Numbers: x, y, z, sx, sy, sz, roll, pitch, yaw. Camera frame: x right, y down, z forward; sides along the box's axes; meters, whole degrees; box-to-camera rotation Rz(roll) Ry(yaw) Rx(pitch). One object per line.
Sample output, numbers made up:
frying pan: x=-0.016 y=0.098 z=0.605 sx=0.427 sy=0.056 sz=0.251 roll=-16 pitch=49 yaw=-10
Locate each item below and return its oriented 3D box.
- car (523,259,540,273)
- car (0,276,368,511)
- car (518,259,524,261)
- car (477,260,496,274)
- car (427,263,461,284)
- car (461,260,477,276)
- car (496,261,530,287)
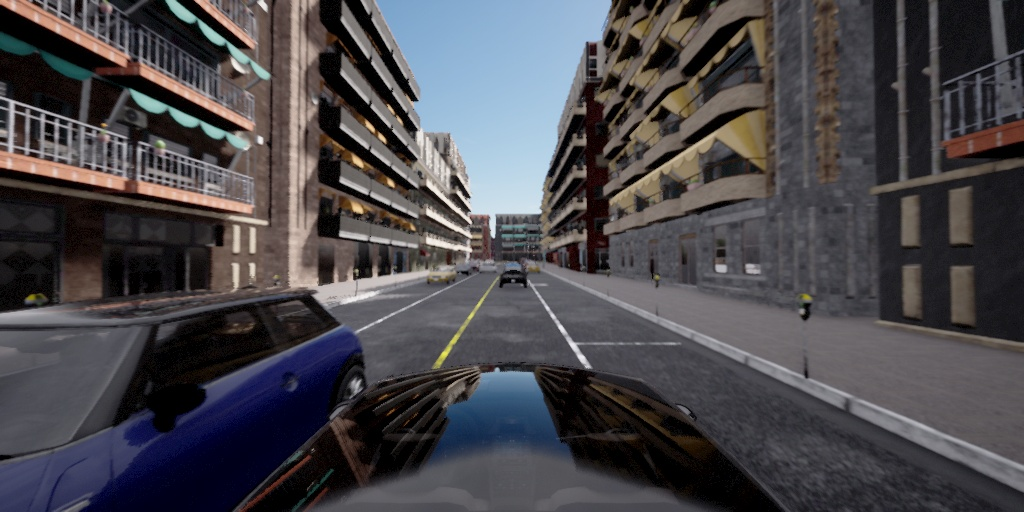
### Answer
car: x=2.566 y=1.379 z=44.558 sx=1.751 sy=1.417 sz=4.829 roll=0 pitch=0 yaw=0
car: x=-2.844 y=1.103 z=2.466 sx=2.097 sy=1.767 sz=4.553 roll=0 pitch=0 yaw=1
car: x=0.095 y=1.411 z=41.817 sx=1.994 sy=1.385 sz=4.181 roll=0 pitch=0 yaw=0
car: x=-2.820 y=1.450 z=42.567 sx=1.895 sy=1.301 sz=4.718 roll=0 pitch=0 yaw=0
car: x=-5.314 y=1.334 z=27.496 sx=1.751 sy=1.417 sz=4.829 roll=0 pitch=0 yaw=0
car: x=-5.314 y=1.404 z=38.793 sx=1.948 sy=1.339 sz=4.313 roll=0 pitch=0 yaw=0
car: x=0.095 y=1.308 z=24.861 sx=1.837 sy=1.490 sz=4.892 roll=0 pitch=0 yaw=0
